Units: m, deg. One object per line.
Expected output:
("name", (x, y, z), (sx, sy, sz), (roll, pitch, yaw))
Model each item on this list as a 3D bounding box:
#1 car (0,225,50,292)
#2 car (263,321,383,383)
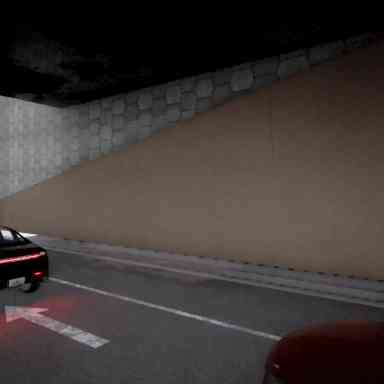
("car", (-5.298, 1.496, 7.721), (4.902, 1.511, 2.128), (0, 0, 35))
("car", (2.710, 1.525, 1.951), (4.674, 1.442, 1.812), (0, 0, 36))
